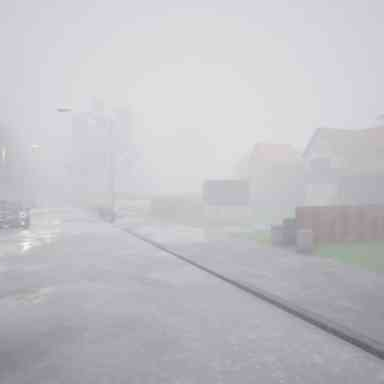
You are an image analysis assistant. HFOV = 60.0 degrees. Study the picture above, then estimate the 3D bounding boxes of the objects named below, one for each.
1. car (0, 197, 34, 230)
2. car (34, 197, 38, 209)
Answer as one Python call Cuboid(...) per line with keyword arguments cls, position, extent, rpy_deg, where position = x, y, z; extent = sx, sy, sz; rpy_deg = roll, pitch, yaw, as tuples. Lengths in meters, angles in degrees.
Cuboid(cls="car", position=(-11.305, 1.358, 20.772), extent=(2.097, 1.767, 4.553), rpy_deg=(0, 0, -24))
Cuboid(cls="car", position=(-21.903, 1.437, 44.770), extent=(2.128, 1.511, 4.902), rpy_deg=(0, 0, -24))
